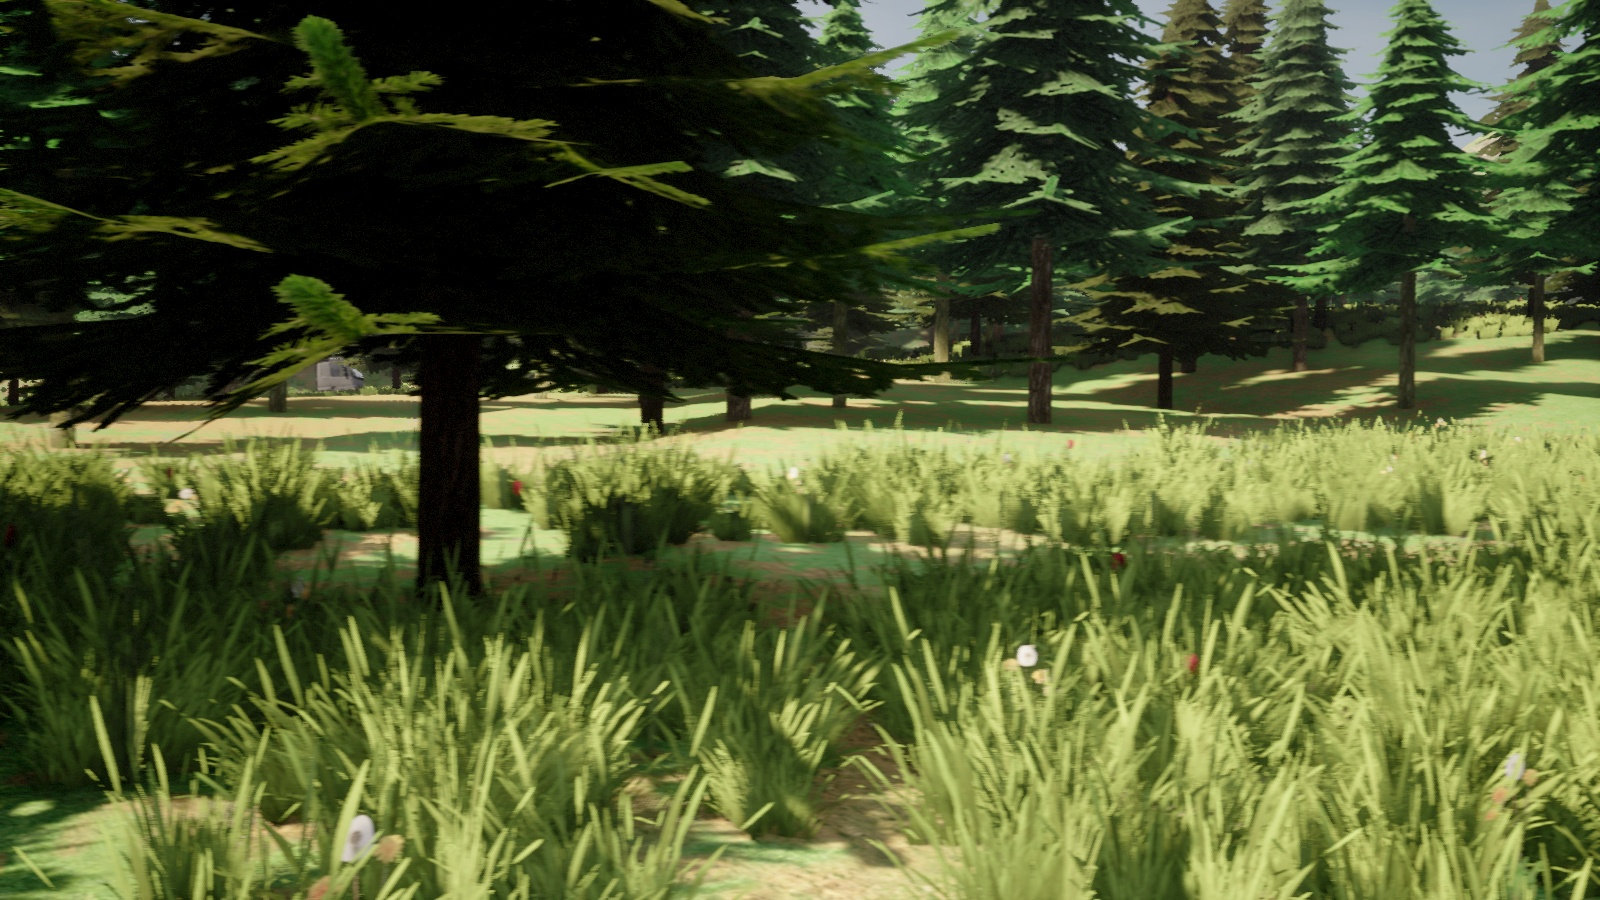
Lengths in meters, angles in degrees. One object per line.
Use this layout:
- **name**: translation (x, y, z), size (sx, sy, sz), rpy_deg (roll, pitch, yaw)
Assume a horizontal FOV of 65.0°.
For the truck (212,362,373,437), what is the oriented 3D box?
- **truck**: translation (-29.357, -2.909, 72.966), size (7.936, 3.462, 2.891), rpy_deg (-6, 2, -10)
